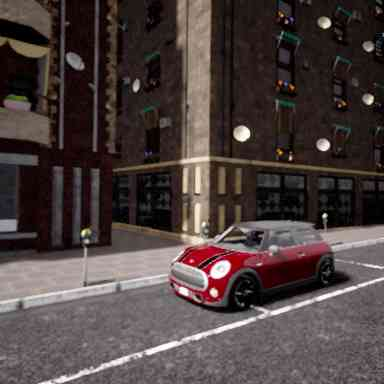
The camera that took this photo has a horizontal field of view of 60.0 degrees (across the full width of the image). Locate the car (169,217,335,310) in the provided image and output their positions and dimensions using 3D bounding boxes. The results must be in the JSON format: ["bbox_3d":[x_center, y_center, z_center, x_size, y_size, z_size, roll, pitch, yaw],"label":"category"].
[{"bbox_3d":[1.471,1.442,7.752,4.097,1.590,1.967,0,1,-35],"label":"car"}]
